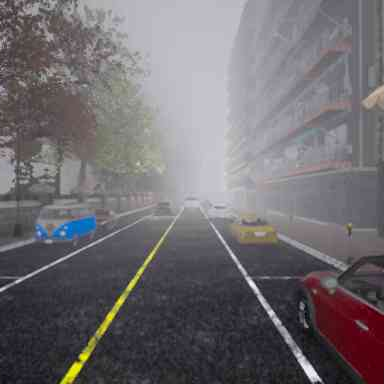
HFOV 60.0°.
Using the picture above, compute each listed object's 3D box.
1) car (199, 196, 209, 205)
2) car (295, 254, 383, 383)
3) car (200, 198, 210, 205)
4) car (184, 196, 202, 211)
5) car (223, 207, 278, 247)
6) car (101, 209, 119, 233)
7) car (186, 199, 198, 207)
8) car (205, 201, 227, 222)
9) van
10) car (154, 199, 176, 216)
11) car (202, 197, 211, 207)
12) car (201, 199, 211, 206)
[{"bbox_3d":[2.697,1.958,77.229,2.192,1.841,5.009,0,-1,0],"label":"car"},{"bbox_3d":[2.689,1.471,4.036,1.967,1.590,4.097,0,0,0],"label":"car"},{"bbox_3d":[2.697,2.032,71.598,1.967,1.590,4.097,0,-1,0],"label":"car"},{"bbox_3d":[0.009,1.604,47.769,2.150,2.045,5.566,0,0,0],"label":"car"},{"bbox_3d":[2.691,1.644,15.466,1.752,1.417,4.829,0,0,0],"label":"car"},{"bbox_3d":[-5.689,1.744,20.927,1.802,1.307,4.206,0,0,0],"label":"car"},{"bbox_3d":[0.007,2.066,63.458,2.033,1.411,5.357,0,-1,0],"label":"car"},{"bbox_3d":[2.355,1.752,28.948,1.812,1.442,4.674,0,0,0],"label":"car"},{"bbox_3d":[-5.690,1.458,15.298,1.690,1.788,3.998,0,0,0],"label":"van"},{"bbox_3d":[-3.091,1.796,36.906,1.837,1.490,4.892,0,-1,0],"label":"car"},{"bbox_3d":[2.696,2.035,60.338,1.887,1.381,4.507,0,-1,0],"label":"car"},{"bbox_3d":[2.696,2.086,65.968,1.887,1.381,4.507,0,-1,0],"label":"car"}]
